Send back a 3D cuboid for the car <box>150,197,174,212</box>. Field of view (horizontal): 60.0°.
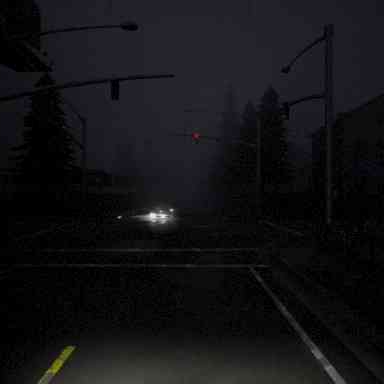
[{"bbox_3d":[-3.618,1.491,38.108,2.128,1.511,4.902,0,0,0],"label":"car"}]
